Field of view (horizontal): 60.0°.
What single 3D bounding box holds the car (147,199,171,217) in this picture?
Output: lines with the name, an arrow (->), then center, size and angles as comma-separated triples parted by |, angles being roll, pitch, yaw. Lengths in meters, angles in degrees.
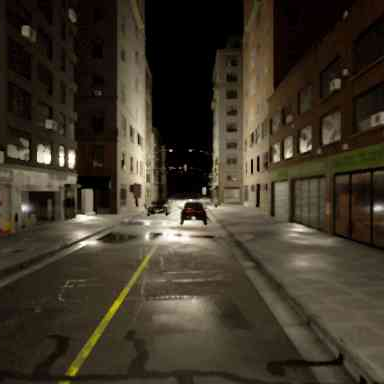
car -> -2.997, 1.396, 30.675 | 1.837, 1.490, 4.892 | 0, 0, 0

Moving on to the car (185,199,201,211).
car -> 0.089, 1.571, 42.239 | 1.895, 1.301, 4.718 | 0, 0, 0

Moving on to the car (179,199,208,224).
car -> 0.102, 1.487, 24.274 | 1.837, 1.490, 4.892 | 0, 0, 0
